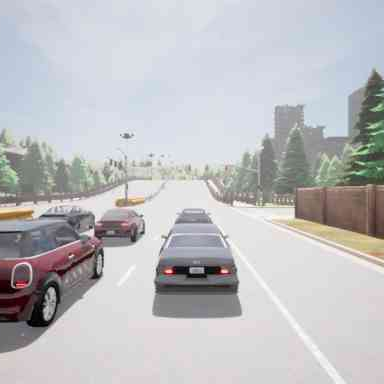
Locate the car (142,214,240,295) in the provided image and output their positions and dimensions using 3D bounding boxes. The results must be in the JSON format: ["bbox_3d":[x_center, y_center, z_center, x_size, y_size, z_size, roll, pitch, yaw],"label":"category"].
[{"bbox_3d":[0.091,1.547,8.883,2.033,1.411,5.357,0,0,0],"label":"car"}]

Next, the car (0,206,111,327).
[{"bbox_3d":[-3.408,1.352,7.175,2.097,1.767,4.553,0,0,0],"label":"car"}]

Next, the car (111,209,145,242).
[{"bbox_3d":[-3.418,1.526,16.169,1.812,1.442,4.674,0,0,-1],"label":"car"}]

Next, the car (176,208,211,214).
[{"bbox_3d":[0.084,1.564,18.124,1.994,1.385,4.181,0,0,0],"label":"car"}]
